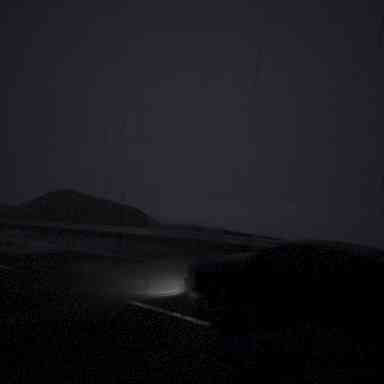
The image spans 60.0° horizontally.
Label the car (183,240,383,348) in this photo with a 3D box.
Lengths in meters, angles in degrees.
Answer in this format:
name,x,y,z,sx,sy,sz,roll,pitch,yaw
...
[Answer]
name,x,y,z,sx,sy,sz,roll,pitch,yaw
car,2.388,1.676,6.532,5.357,1.411,2.033,0,-1,38
